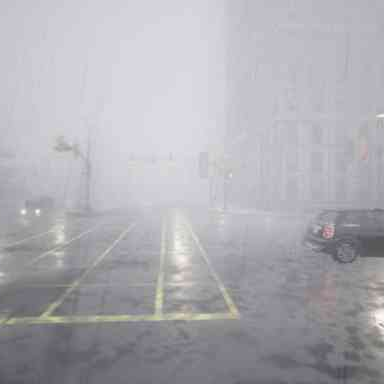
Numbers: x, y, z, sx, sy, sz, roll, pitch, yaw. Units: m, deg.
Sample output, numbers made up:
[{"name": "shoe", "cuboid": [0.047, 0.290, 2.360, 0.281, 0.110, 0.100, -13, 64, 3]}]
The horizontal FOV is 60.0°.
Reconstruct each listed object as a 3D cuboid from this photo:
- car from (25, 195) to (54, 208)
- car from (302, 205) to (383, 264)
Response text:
[{"name": "car", "cuboid": [-18.133, 1.089, 39.786, 1.882, 1.535, 5.008, 0, 0, -2]}, {"name": "car", "cuboid": [6.212, 1.312, 11.231, 4.553, 1.767, 2.097, 0, 0, -4]}]
